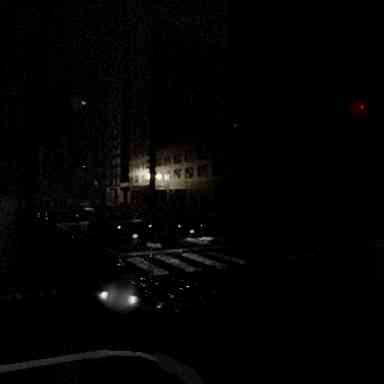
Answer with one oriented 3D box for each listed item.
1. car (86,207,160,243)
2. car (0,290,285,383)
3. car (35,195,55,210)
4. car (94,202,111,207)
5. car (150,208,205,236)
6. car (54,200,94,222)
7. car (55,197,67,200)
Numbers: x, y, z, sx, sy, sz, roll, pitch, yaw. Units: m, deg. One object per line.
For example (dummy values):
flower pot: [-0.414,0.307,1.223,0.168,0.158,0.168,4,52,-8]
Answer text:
car: [-3.592,1.625,16.551,1.895,1.301,4.718,1,-1,-30]
car: [-1.577,1.513,1.927,4.902,1.511,2.128,1,-1,-31]
car: [-20.076,1.546,44.374,2.128,1.511,4.902,1,-1,-30]
car: [-8.852,1.649,31.745,2.033,1.411,5.357,1,-1,-31]
car: [-1.438,1.632,19.232,2.033,1.411,5.357,1,-1,-33]
car: [-9.631,1.602,26.702,1.994,1.385,4.181,1,-1,-31]
car: [-18.914,1.728,48.826,1.895,1.301,4.718,1,-1,-31]
